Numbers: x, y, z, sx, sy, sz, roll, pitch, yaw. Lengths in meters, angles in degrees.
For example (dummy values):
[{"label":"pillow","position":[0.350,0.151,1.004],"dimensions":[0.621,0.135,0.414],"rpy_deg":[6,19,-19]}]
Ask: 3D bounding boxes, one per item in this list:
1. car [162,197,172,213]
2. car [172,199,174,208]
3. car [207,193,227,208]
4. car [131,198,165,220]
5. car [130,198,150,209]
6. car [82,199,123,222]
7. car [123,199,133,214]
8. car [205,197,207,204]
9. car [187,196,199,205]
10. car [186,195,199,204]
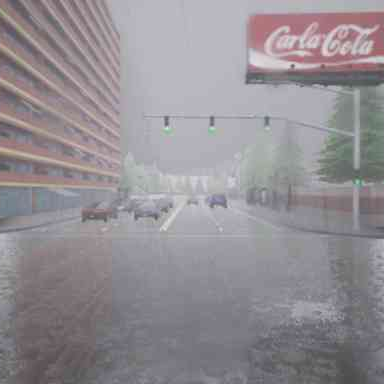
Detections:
[{"label":"car","position":[-3.571,1.539,36.478],"dimensions":[1.994,1.385,4.181],"rpy_deg":[0,0,1]},{"label":"car","position":[-3.560,1.446,46.629],"dimensions":[1.882,1.535,5.008],"rpy_deg":[0,0,0]},{"label":"car","position":[3.610,1.189,46.699],"dimensions":[2.150,2.045,5.566],"rpy_deg":[0,0,0]},{"label":"car","position":[-3.578,1.507,27.718],"dimensions":[1.812,1.442,4.674],"rpy_deg":[0,0,0]},{"label":"car","position":[-7.061,1.570,45.695],"dimensions":[1.895,1.301,4.718],"rpy_deg":[0,0,0]},{"label":"car","position":[-7.082,1.460,26.065],"dimensions":[1.882,1.535,5.008],"rpy_deg":[0,0,0]},{"label":"car","position":[-7.079,1.468,35.532],"dimensions":[2.128,1.511,4.902],"rpy_deg":[0,0,0]},{"label":"car","position":[3.514,1.310,62.620],"dimensions":[2.097,1.767,4.553],"rpy_deg":[0,0,0]},{"label":"car","position":[0.113,1.453,56.608],"dimensions":[2.128,1.511,4.902],"rpy_deg":[0,0,0]},{"label":"car","position":[0.015,1.449,66.032],"dimensions":[2.128,1.511,4.902],"rpy_deg":[0,0,-6]}]
